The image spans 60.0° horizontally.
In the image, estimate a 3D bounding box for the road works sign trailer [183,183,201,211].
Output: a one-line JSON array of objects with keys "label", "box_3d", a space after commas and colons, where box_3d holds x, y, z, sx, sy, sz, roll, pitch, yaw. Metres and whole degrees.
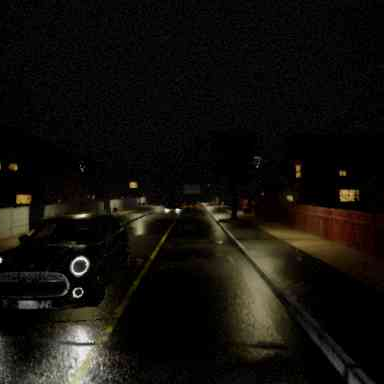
[{"label": "road works sign trailer", "box_3d": [-0.010, 0.638, 44.152, 2.380, 3.560, 2.880, 0, 0, 0]}]

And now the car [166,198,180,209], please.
[{"label": "car", "box_3d": [-2.843, 1.690, 49.435, 1.882, 1.535, 5.008, 0, 0, 0]}]

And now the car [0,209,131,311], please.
[{"label": "car", "box_3d": [-2.852, 1.363, 7.999, 2.097, 1.767, 4.553, 0, 0, 0]}]
